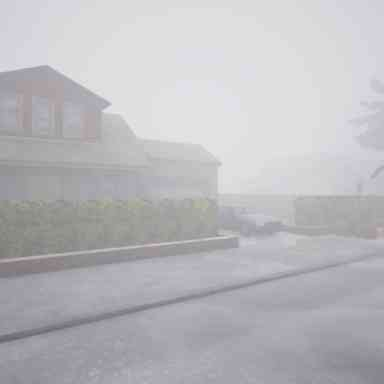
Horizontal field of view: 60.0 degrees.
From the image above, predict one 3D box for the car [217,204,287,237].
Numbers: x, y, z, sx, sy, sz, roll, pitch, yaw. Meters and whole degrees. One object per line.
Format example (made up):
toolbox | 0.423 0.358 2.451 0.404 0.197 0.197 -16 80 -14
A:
car | 2.235 1.356 16.975 2.033 1.415 5.357 0 0 -33
